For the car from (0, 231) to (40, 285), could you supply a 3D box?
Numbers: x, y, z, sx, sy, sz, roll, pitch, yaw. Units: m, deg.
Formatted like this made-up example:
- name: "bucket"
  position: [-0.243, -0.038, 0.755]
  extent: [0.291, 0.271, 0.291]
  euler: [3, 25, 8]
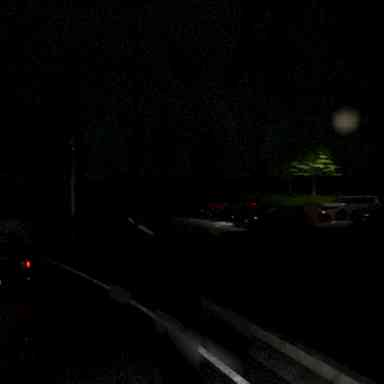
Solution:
- name: "car"
  position: [-5.742, 1.709, 8.901]
  extent: [1.895, 1.301, 4.718]
  euler: [0, -1, -41]

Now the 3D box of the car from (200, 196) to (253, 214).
- name: "car"
  position: [3.654, 1.460, 33.355]
  extent: [5.566, 2.045, 2.150]
  euler: [0, 0, -17]

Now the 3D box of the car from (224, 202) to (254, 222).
- name: "car"
  position: [5.064, 1.739, 26.465]
  extent: [4.181, 1.385, 1.994]
  euler: [0, 0, -17]

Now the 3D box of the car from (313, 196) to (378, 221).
- name: "car"
  position: [13.839, 1.361, 29.132]
  extent: [5.566, 2.045, 2.150]
  euler: [0, 0, -17]

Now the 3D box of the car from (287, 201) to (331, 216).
- name: "car"
  position: [12.688, 1.766, 36.085]
  extent: [4.181, 1.385, 1.994]
  euler: [0, 0, -17]

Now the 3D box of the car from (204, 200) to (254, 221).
- name: "car"
  position: [3.842, 1.735, 29.729]
  extent: [4.674, 1.442, 1.812]
  euler: [0, 0, -17]

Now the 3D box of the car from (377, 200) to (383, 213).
- name: "car"
  position: [24.817, 1.657, 39.756]
  extent: [4.892, 1.490, 1.837]
  euler: [0, 0, -17]

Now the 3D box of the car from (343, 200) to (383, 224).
- name: "car"
  position: [14.597, 1.586, 25.699]
  extent: [5.008, 1.535, 1.882]
  euler: [0, 0, -17]

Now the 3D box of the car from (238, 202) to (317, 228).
- name: "car"
  position: [5.883, 1.669, 23.034]
  extent: [4.674, 1.442, 1.812]
  euler: [0, 0, -17]
